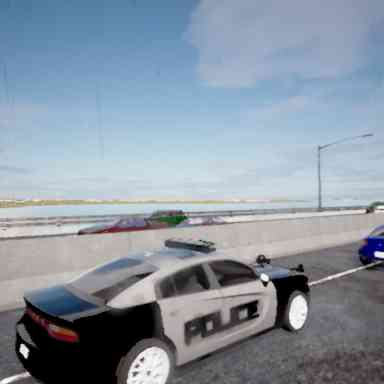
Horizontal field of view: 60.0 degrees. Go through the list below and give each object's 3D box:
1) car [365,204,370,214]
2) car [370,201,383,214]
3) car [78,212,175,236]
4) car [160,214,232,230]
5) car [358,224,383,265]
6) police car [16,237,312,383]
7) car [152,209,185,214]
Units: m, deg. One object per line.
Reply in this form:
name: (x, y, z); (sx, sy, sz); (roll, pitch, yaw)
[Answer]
car: (28.917, 2.436, 51.289); (5.566, 2.045, 2.150); (1, -2, -39)
car: (26.893, 2.280, 45.106); (5.566, 2.045, 2.150); (1, -2, -39)
car: (-3.800, 2.138, 19.255); (5.357, 1.411, 2.033); (1, -2, -41)
car: (0.670, 2.095, 18.466); (4.181, 1.385, 1.994); (1, -2, -40)
car: (7.594, 1.809, 11.833); (4.674, 1.442, 1.812); (1, -2, -40)
police car: (0.089, 1.588, 5.417); (5.238, 1.638, 1.930); (1, -2, -41)
car: (-2.351, 2.097, 25.094); (4.553, 1.767, 2.097); (1, -2, -40)
